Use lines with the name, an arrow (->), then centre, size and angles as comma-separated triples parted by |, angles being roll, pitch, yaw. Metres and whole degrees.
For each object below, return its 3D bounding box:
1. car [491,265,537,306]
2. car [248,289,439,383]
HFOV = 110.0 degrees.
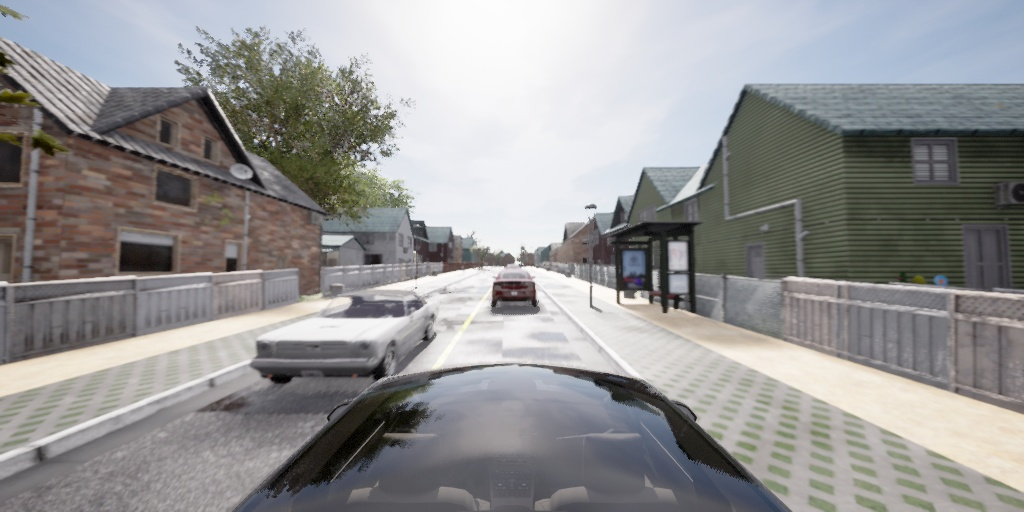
car -> 0.092, 1.336, 16.514 | 1.882, 1.535, 5.008 | 0, 0, 0
car -> -2.850, 1.389, 7.305 | 1.895, 1.301, 4.718 | 0, 0, 0
